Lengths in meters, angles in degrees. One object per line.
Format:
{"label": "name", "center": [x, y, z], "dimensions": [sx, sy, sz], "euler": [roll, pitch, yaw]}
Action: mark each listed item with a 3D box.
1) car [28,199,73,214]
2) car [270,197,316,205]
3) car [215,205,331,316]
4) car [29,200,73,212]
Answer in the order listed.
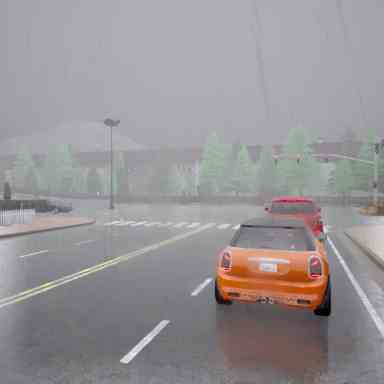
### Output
{"label": "car", "center": [-14.924, 1.509, 35.095], "dimensions": [4.892, 1.490, 1.837], "euler": [0, 0, 18]}
{"label": "car", "center": [4.266, 1.224, 14.150], "dimensions": [2.150, 2.045, 5.566], "euler": [0, 0, 16]}
{"label": "car", "center": [2.054, 1.354, 7.889], "dimensions": [2.097, 1.767, 4.553], "euler": [0, 0, 19]}
{"label": "car", "center": [-16.652, 1.598, 39.266], "dimensions": [4.718, 1.301, 1.895], "euler": [0, 0, 16]}
